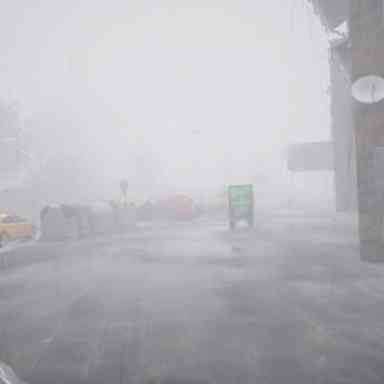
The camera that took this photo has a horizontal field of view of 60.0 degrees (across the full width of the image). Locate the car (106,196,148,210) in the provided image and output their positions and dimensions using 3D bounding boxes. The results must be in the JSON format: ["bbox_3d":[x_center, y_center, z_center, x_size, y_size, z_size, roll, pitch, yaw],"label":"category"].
[{"bbox_3d":[-8.559,1.411,43.932,4.892,1.521,2.231,-2,2,22],"label":"car"}]

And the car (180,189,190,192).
[{"bbox_3d":[-3.290,0.570,56.842,4.553,1.767,2.185,-2,2,22],"label":"car"}]

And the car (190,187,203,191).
[{"bbox_3d":[-1.053,0.429,62.097,4.792,1.488,2.163,-2,2,23],"label":"car"}]

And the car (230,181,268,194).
[{"bbox_3d":[9.915,-0.269,56.407,5.566,2.045,2.435,-2,2,22],"label":"car"}]

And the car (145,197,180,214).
[{"bbox_3d":[-3.166,1.437,36.662,1.994,1.385,4.181,-2,2,22],"label":"car"}]

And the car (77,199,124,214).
[{"bbox_3d":[-10.646,1.691,38.895,4.892,1.521,2.231,-2,2,22],"label":"car"}]

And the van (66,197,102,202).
[{"bbox_3d":[-11.608,1.598,36.261,4.442,1.987,1.878,-2,2,22],"label":"van"}]

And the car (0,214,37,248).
[{"bbox_3d":[-9.656,1.866,16.795,1.882,1.535,5.008,-2,-1,-2],"label":"car"}]

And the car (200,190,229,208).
[{"bbox_3d":[2.253,1.028,37.363,5.366,1.575,1.946,-2,2,22],"label":"car"}]

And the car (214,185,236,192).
[{"bbox_3d":[8.434,-0.883,85.211,5.008,1.535,2.097,-2,2,22],"label":"car"}]

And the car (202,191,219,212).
[{"bbox_3d":[-0.189,1.211,32.009,4.553,1.767,2.185,-2,2,22],"label":"car"}]

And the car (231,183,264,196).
[{"bbox_3d":[8.797,0.003,53.837,4.553,1.767,2.185,-2,2,22],"label":"car"}]

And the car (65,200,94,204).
[{"bbox_3d":[-12.767,1.945,33.715,4.892,1.521,2.231,-2,1,22],"label":"car"}]

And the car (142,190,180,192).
[{"bbox_3d":[-5.319,0.722,51.771,5.566,2.045,2.435,-2,2,22],"label":"car"}]

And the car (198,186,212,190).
[{"bbox_3d":[1.017,0.145,67.281,4.792,1.488,2.163,-2,2,22],"label":"car"}]

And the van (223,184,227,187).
[{"bbox_3d":[5.170,-0.680,77.626,4.442,1.987,1.878,-2,2,22],"label":"van"}]

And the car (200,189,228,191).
[{"bbox_3d":[3.253,0.882,40.260,4.892,1.521,2.231,-2,2,22],"label":"car"}]

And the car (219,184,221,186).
[{"bbox_3d":[3.188,-0.299,72.413,4.553,1.767,2.185,-2,2,22],"label":"car"}]

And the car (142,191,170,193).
[{"bbox_3d":[-6.388,1.117,49.207,5.008,1.535,2.097,-2,2,22],"label":"car"}]

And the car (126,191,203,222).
[{"bbox_3d":[-2.392,1.311,26.672,5.566,2.045,2.435,-2,1,22],"label":"car"}]

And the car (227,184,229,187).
[{"bbox_3d":[6.357,-0.562,80.169,4.674,1.452,2.002,-2,2,22],"label":"car"}]

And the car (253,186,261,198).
[{"bbox_3d":[7.715,0.318,51.118,4.674,1.452,2.002,-2,2,22],"label":"car"}]

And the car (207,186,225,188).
[{"bbox_3d":[4.589,0.158,63.673,1.895,1.301,4.718,-2,2,23],"label":"car"}]

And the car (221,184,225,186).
[{"bbox_3d":[4.203,-0.285,75.018,4.792,1.488,2.163,-2,2,23],"label":"car"}]

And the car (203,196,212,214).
[{"bbox_3d":[-1.226,1.457,29.385,5.008,1.535,2.097,-2,2,22],"label":"car"}]

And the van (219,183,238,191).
[{"bbox_3d":[9.634,-1.262,87.856,4.442,1.987,1.878,-2,2,22],"label":"van"}]

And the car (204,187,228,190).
[{"bbox_3d":[4.339,0.610,42.843,4.553,1.767,2.185,-2,2,22],"label":"car"}]
